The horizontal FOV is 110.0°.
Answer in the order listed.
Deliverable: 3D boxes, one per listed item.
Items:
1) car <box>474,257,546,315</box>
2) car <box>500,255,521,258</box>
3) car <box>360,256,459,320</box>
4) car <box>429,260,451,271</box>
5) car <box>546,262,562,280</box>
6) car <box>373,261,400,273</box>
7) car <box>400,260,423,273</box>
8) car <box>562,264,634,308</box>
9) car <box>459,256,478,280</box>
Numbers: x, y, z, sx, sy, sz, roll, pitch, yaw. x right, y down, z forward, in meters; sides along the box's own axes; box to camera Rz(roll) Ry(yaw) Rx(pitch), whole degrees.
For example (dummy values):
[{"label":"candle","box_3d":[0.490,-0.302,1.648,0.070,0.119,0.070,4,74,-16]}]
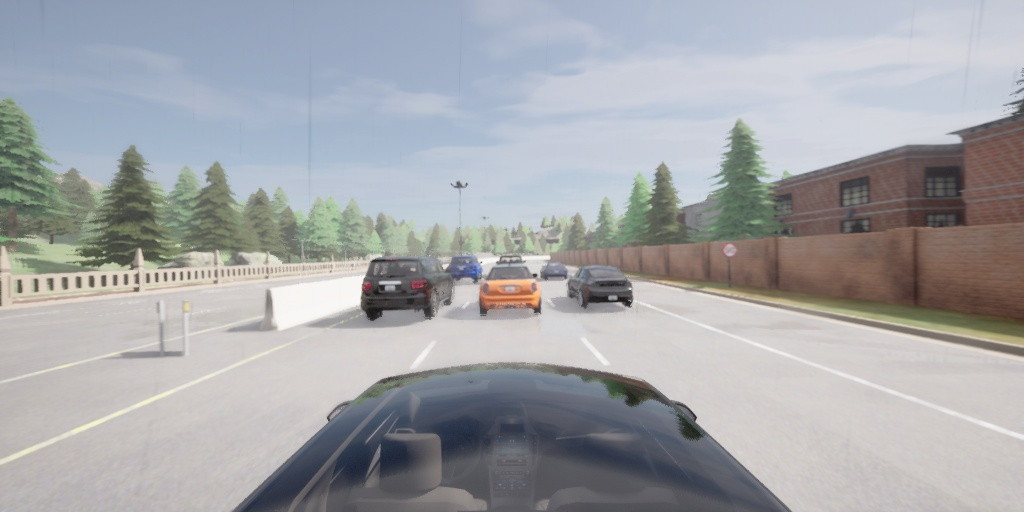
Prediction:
[{"label":"car","box_3d":[-0.056,1.077,13.635,2.097,1.767,4.553,-1,0,0]},{"label":"car","box_3d":[-0.062,0.916,28.182,2.150,2.045,5.566,-1,0,1]},{"label":"car","box_3d":[-3.567,1.021,13.180,2.150,2.045,5.566,-1,0,0]},{"label":"car","box_3d":[-10.616,1.350,53.290,2.128,1.511,4.902,-1,0,1]},{"label":"car","box_3d":[3.455,1.179,29.635,1.994,1.385,4.181,-1,0,0]},{"label":"car","box_3d":[-17.633,1.501,50.600,2.128,1.511,4.902,-1,0,0]},{"label":"car","box_3d":[-14.135,1.441,50.670,1.837,1.490,4.892,-1,0,0]},{"label":"car","box_3d":[3.445,1.156,14.658,1.837,1.490,4.892,-1,1,0]},{"label":"car","box_3d":[-3.562,0.990,28.110,2.150,2.045,5.566,-1,0,0]}]
